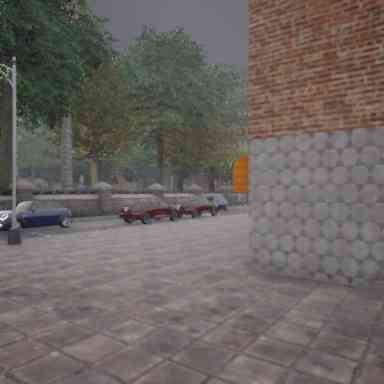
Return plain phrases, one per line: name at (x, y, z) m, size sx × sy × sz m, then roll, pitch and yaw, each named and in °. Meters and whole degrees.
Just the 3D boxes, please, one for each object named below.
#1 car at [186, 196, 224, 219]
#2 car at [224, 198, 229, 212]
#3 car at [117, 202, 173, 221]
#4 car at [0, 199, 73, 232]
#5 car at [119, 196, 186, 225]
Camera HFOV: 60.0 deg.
car at (0.322, 1.249, 28.416) m, size 2.192 × 1.841 × 5.009 m, roll 0°, pitch 0°, yaw 35°
car at (2.102, 1.274, 35.633) m, size 2.097 × 1.767 × 4.553 m, roll 0°, pitch 0°, yaw 36°
car at (-3.752, 1.544, 27.415) m, size 1.895 × 1.301 × 4.718 m, roll 0°, pitch 0°, yaw 35°
car at (-9.399, 1.317, 19.445) m, size 2.097 × 1.767 × 4.553 m, roll 0°, pitch 0°, yaw 35°
car at (-2.967, 1.262, 23.792) m, size 2.192 × 1.841 × 5.009 m, roll 0°, pitch 0°, yaw 35°
